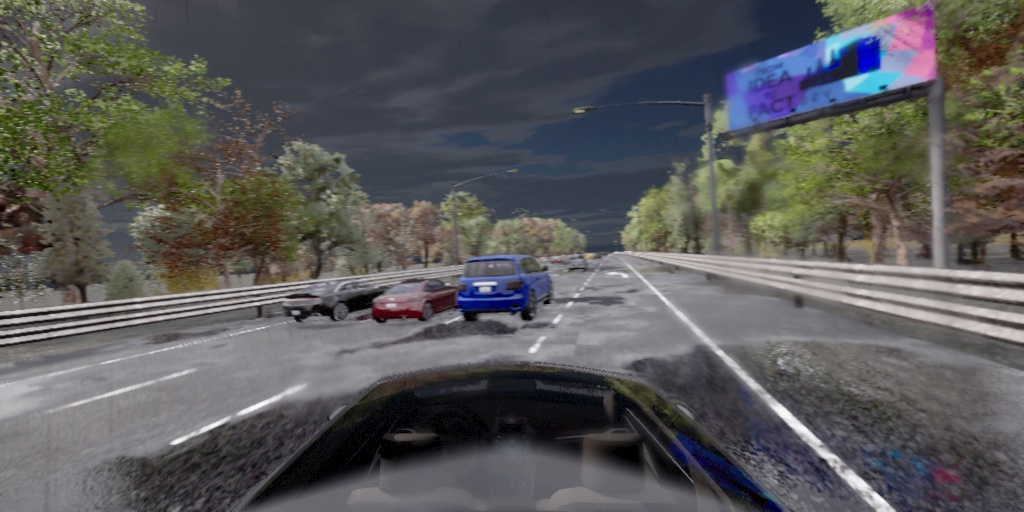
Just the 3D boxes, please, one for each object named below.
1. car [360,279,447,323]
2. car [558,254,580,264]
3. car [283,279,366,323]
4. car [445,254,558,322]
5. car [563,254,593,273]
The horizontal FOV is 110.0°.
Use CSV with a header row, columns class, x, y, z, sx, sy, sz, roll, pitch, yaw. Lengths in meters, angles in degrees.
class,x,y,z,sx,sy,sz,roll,pitch,yaw
car,-3.355,1.539,13.533,1.994,1.385,4.181,-4,0,16
car,9.532,0.757,59.471,2.128,1.511,4.902,-4,0,16
car,-6.704,1.680,14.547,2.128,1.511,4.902,-4,0,16
car,-0.015,0.984,12.581,2.150,2.045,5.566,-4,0,16
car,6.930,0.909,37.254,2.033,1.411,5.357,-4,0,16
